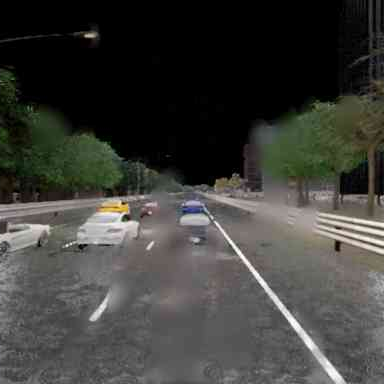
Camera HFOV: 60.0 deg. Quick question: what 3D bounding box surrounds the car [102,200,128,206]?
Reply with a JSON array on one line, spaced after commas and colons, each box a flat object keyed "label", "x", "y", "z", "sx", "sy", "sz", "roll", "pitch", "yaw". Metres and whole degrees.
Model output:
[{"label": "car", "x": -6.894, "y": 1.484, "z": 30.002, "sx": 1.882, "sy": 1.535, "sz": 5.008, "roll": 0, "pitch": 0, "yaw": 0}]

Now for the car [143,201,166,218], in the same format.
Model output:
[{"label": "car", "x": -3.394, "y": 1.532, "z": 29.578, "sx": 1.812, "sy": 1.442, "sz": 4.674, "roll": 0, "pitch": 0, "yaw": 0}]

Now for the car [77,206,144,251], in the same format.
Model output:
[{"label": "car", "x": -3.400, "y": 1.532, "z": 14.083, "sx": 1.812, "sy": 1.442, "sz": 4.674, "roll": 0, "pitch": 0, "yaw": 0}]

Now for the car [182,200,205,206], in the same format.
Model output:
[{"label": "car", "x": 0.106, "y": 1.484, "z": 30.029, "sx": 1.882, "sy": 1.535, "sz": 5.008, "roll": 0, "pitch": 0, "yaw": 0}]

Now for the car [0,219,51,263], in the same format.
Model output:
[{"label": "car", "x": -6.901, "y": 1.607, "z": 11.961, "sx": 1.895, "sy": 1.301, "sz": 4.718, "roll": 0, "pitch": 0, "yaw": 0}]

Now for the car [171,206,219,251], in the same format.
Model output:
[{"label": "car", "x": 0.111, "y": 1.532, "z": 14.086, "sx": 1.812, "sy": 1.442, "sz": 4.674, "roll": 0, "pitch": 0, "yaw": 0}]
